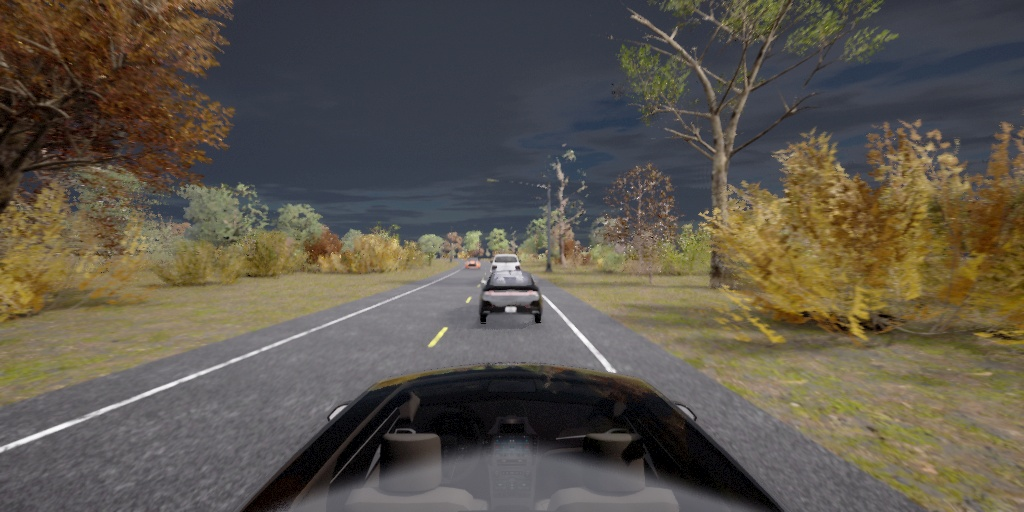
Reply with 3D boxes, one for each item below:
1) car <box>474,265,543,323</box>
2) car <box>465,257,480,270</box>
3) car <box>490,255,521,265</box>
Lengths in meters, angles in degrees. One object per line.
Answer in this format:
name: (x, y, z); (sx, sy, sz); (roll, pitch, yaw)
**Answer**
car: (-0.047, 1.211, 11.951); (2.128, 1.511, 4.902); (0, 0, 0)
car: (-5.572, 0.991, 51.099); (2.097, 1.767, 4.553); (0, 0, -4)
car: (-0.484, 0.905, 27.070); (2.150, 2.045, 5.566); (0, 0, -2)
